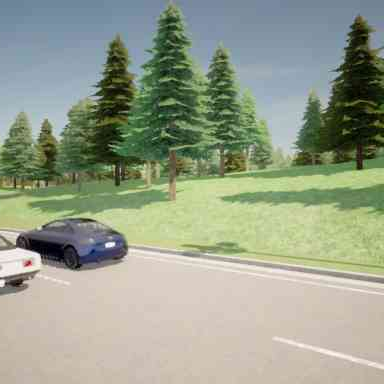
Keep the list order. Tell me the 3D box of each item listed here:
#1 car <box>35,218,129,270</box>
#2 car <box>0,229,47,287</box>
[{"bbox_3d":[-4.092,1.563,11.169,4.181,1.385,1.994,0,0,35],"label":"car"},{"bbox_3d":[-5.801,1.601,8.094,4.718,1.301,1.895,0,0,35],"label":"car"}]
